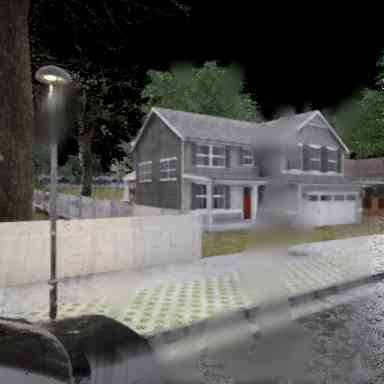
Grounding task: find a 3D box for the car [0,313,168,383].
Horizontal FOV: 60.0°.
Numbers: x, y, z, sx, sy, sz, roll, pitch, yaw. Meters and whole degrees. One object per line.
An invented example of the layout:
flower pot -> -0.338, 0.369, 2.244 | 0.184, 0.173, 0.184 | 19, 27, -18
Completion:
car -> -2.419, 1.471, 1.290 | 5.008, 1.535, 1.882 | 0, 0, -35
